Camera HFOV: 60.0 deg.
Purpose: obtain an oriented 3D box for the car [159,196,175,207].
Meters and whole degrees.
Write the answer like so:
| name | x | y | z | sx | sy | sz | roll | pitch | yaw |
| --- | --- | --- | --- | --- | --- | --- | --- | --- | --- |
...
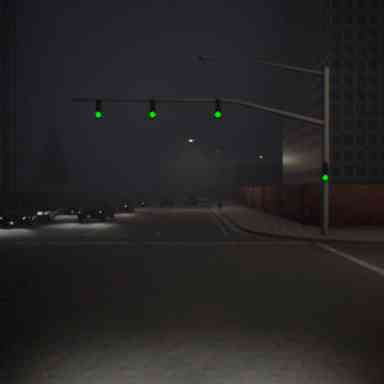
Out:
| name | x | y | z | sx | sy | sz | roll | pitch | yaw |
| --- | --- | --- | --- | --- | --- | --- | --- | --- | --- |
| car | -3.397 | 1.255 | 44.777 | 2.033 | 1.411 | 5.357 | 0 | 0 | 0 |

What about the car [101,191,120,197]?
| name | x | y | z | sx | sy | sz | roll | pitch | yaw |
| --- | --- | --- | --- | --- | --- | --- | --- | --- | --- |
| car | -10.551 | 0.943 | 42.792 | 2.150 | 2.045 | 5.566 | 0 | 0 | 0 |

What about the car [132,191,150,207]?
| name | x | y | z | sx | sy | sz | roll | pitch | yaw |
| --- | --- | --- | --- | --- | --- | --- | --- | --- | --- |
| car | -7.037 | 0.930 | 44.634 | 2.150 | 2.045 | 5.566 | 0 | 0 | 1 |

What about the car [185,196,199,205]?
| name | x | y | z | sx | sy | sz | roll | pitch | yaw |
| --- | --- | --- | --- | --- | --- | --- | --- | --- | --- |
| car | 0.007 | 1.242 | 49.400 | 1.994 | 1.385 | 4.181 | 0 | 0 | 0 |

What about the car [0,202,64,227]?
| name | x | y | z | sx | sy | sz | roll | pitch | yaw |
| --- | --- | --- | --- | --- | --- | --- | --- | --- | --- |
| car | -10.633 | 1.404 | 22.029 | 2.033 | 1.411 | 5.357 | 0 | 0 | -3 |

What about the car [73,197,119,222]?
| name | x | y | z | sx | sy | sz | roll | pitch | yaw |
| --- | --- | --- | --- | --- | --- | --- | --- | --- | --- |
| car | -7.075 | 1.362 | 25.015 | 1.812 | 1.442 | 4.674 | 0 | 0 | 0 |

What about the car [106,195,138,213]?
| name | x | y | z | sx | sy | sz | roll | pitch | yaw |
| --- | --- | --- | --- | --- | --- | --- | --- | --- | --- |
| car | -7.086 | 1.303 | 34.109 | 1.812 | 1.442 | 4.674 | 0 | 0 | 0 |

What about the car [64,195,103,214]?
| name | x | y | z | sx | sy | sz | roll | pitch | yaw |
| --- | --- | --- | --- | --- | --- | --- | --- | --- | --- |
| car | -10.592 | 1.338 | 32.104 | 2.033 | 1.411 | 5.357 | 0 | 0 | 0 |
